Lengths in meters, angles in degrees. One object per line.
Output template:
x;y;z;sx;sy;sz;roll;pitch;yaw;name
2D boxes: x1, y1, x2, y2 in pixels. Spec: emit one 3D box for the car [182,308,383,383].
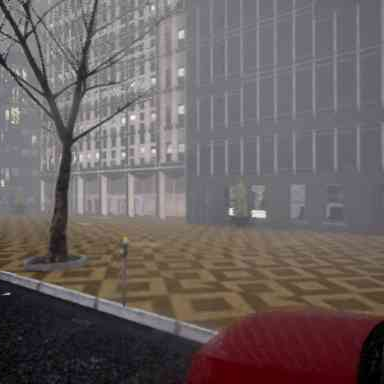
2.157;1.316;1.343;5.009;1.841;2.192;0;0;36;car
